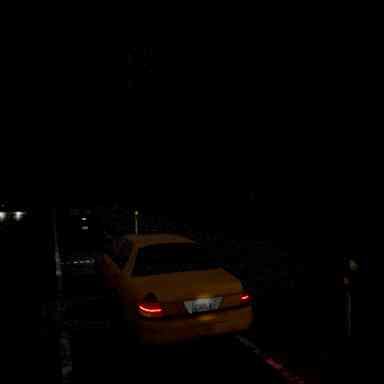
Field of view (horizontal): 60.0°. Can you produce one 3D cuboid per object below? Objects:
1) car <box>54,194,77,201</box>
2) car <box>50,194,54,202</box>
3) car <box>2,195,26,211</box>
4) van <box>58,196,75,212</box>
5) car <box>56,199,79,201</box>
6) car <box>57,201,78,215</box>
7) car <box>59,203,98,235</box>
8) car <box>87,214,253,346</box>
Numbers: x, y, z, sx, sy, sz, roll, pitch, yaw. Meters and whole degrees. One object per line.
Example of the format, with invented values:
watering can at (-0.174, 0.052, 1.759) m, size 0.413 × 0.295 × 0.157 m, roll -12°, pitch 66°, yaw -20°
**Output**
car at (-12.632, 1.316, 33.892) m, size 2.192 × 1.841 × 5.009 m, roll 0°, pitch 0°, yaw -23°
car at (-32.109, 1.469, 79.305) m, size 1.967 × 1.590 × 4.097 m, roll 0°, pitch 0°, yaw -24°
car at (-21.652, 1.514, 40.196) m, size 1.882 × 1.535 × 5.008 m, roll 0°, pitch 0°, yaw -23°
van at (-14.780, 1.342, 38.980) m, size 1.690 × 1.788 × 3.998 m, roll 0°, pitch 0°, yaw -23°
car at (-10.484, 1.567, 28.802) m, size 1.947 × 1.339 × 4.313 m, roll 0°, pitch 0°, yaw -23°
car at (-8.336, 1.551, 23.713) m, size 2.008 × 1.369 × 4.403 m, roll 0°, pitch 0°, yaw -23°
car at (-6.189, 1.551, 18.625) m, size 2.008 × 1.369 × 4.403 m, roll 0°, pitch 0°, yaw -23°
car at (-0.847, 1.457, 6.717) m, size 1.801 × 1.575 × 5.366 m, roll 0°, pitch 0°, yaw -23°
